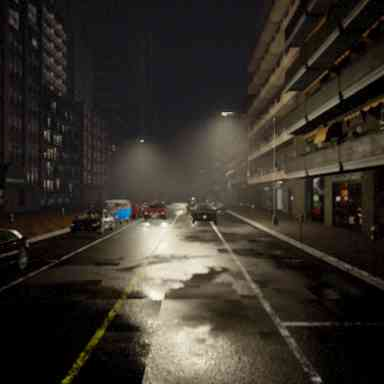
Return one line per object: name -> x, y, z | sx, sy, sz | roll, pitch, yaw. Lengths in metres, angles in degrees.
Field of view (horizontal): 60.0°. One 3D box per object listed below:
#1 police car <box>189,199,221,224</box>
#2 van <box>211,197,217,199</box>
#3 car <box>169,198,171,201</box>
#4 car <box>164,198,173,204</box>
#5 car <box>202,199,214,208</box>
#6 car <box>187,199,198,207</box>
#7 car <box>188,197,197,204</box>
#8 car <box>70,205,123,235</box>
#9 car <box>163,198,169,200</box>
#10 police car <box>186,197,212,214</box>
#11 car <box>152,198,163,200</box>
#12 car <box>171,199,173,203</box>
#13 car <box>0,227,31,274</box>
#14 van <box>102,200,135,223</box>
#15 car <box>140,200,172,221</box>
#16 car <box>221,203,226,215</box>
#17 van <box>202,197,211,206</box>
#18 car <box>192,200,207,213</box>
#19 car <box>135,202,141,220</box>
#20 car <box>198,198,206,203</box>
police car -> 0.925, 1.593, 26.414 | 1.930, 1.638, 5.238 | 0, 0, 0
van -> 2.731, 1.649, 47.019 | 1.690, 1.788, 3.998 | 0, 0, 0
car -> -5.634, 1.978, 63.594 | 2.008, 1.369, 4.403 | 0, 0, 0
car -> -5.618, 2.117, 80.162 | 1.947, 1.339, 4.313 | 0, 0, 0
car -> 2.742, 1.932, 58.062 | 1.887, 1.381, 4.507 | 0, 0, 0
car -> 0.055, 1.995, 59.041 | 1.895, 1.301, 4.718 | 0, 0, 0
car -> 0.072, 1.899, 74.148 | 1.994, 1.385, 4.181 | 0, 0, 0
car -> -5.675, 1.673, 19.412 | 2.008, 1.369, 4.403 | 0, 0, 0
car -> -5.639, 1.937, 58.070 | 2.008, 1.369, 4.403 | 0, 0, 0
police car -> 0.497, 1.658, 36.314 | 1.930, 1.638, 5.238 | 0, 0, -8
car -> -5.650, 1.747, 47.027 | 1.967, 1.590, 4.097 | 0, 0, 0
car -> -5.629, 1.909, 69.118 | 1.967, 1.590, 4.097 | 0, 0, 0
car -> -5.685, 1.603, 8.367 | 2.008, 1.369, 4.403 | 0, 0, 0
van -> -5.670, 1.498, 24.936 | 1.690, 1.788, 3.998 | 0, 0, 0
car -> -3.069, 1.711, 29.228 | 1.812, 1.442, 4.674 | 0, 0, 0
car -> 2.721, 1.782, 35.972 | 2.008, 1.369, 4.403 | 0, 0, 0
van -> 2.747, 1.770, 63.586 | 1.690, 1.788, 3.998 | 0, 0, 0
car -> 0.940, 1.800, 42.304 | 1.812, 1.442, 4.674 | 0, 0, 0
car -> -5.665, 1.738, 30.457 | 1.887, 1.381, 4.507 | 0, 0, 0
car -> 2.773, 2.205, 91.199 | 1.947, 1.339, 4.313 | 0, 0, 0
